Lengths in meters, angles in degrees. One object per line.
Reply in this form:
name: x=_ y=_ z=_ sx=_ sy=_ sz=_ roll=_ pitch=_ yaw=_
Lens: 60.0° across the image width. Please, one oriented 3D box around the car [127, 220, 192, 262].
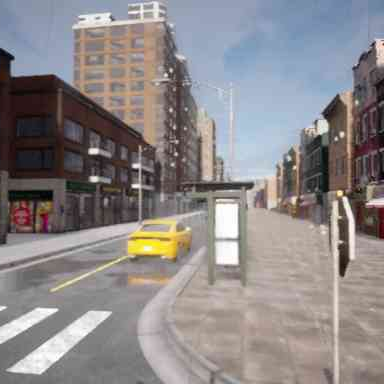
car: x=-1.215 y=1.956 z=14.286 sx=1.882 sy=1.535 sz=5.008 roll=0 pitch=-2 yaw=9
